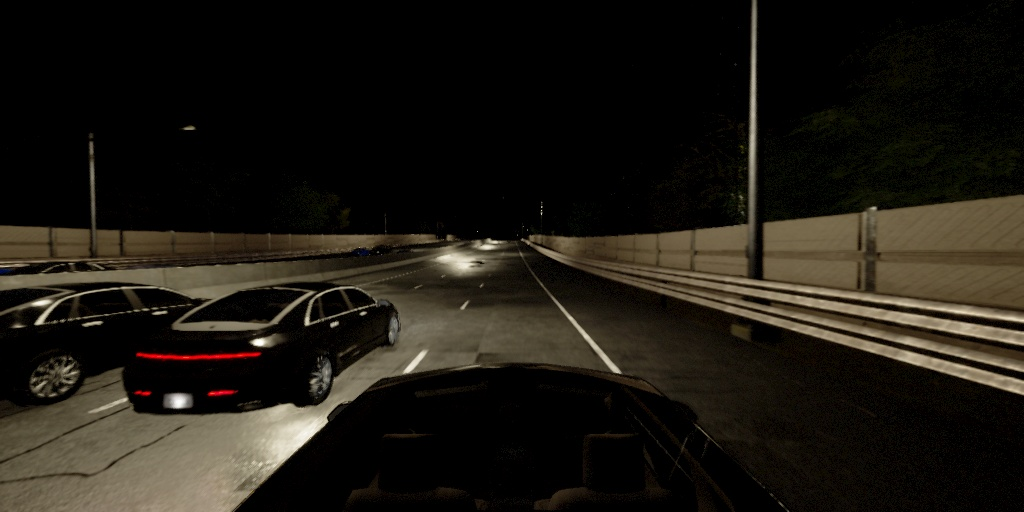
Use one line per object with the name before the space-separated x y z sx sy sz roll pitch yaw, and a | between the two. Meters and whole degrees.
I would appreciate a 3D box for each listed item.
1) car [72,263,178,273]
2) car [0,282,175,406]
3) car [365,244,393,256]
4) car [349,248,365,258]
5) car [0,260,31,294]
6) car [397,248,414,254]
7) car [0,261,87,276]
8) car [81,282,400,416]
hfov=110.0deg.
car | -17.586 1.081 17.330 1.994 1.385 4.181 0 1 0
car | -6.899 1.189 6.102 1.837 1.490 4.892 0 1 0
car | -21.001 -0.806 57.756 2.150 2.045 5.566 0 3 0
car | -24.501 -0.556 57.785 1.882 1.535 5.008 0 3 0
car | -24.589 1.029 15.120 1.882 1.535 5.008 0 1 0
car | -17.510 -0.541 59.029 1.994 1.385 4.181 0 3 1
car | -21.089 1.034 16.426 1.837 1.490 4.892 0 1 0
car | -3.399 1.190 6.072 1.837 1.490 4.892 0 1 0
